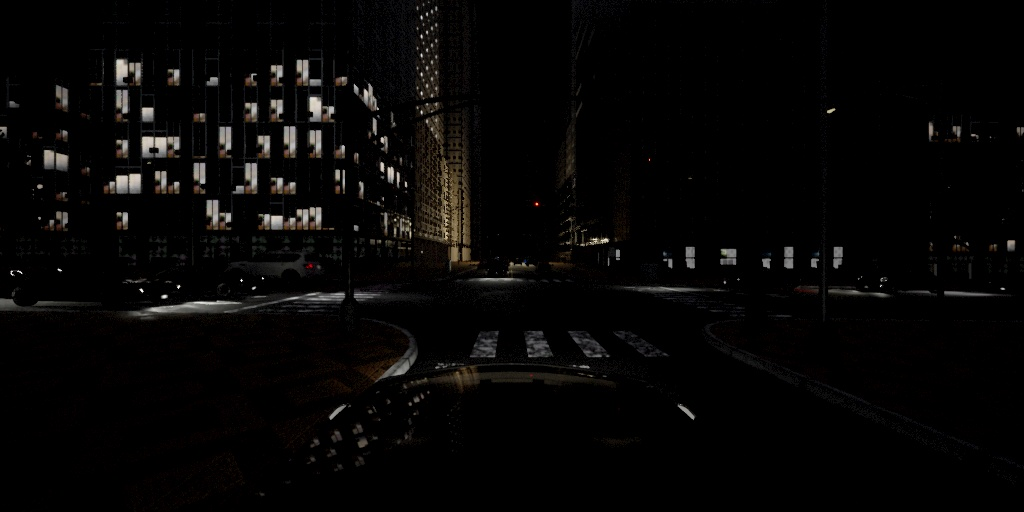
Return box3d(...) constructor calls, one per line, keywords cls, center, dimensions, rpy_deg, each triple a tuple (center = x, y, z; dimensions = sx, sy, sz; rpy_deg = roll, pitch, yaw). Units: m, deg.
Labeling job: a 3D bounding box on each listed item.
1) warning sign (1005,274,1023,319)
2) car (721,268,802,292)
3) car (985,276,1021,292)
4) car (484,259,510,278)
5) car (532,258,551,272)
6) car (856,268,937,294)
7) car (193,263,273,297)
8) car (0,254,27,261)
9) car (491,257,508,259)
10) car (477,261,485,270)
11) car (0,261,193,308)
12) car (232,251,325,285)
box3d(cls="warning sign", center=(17.281, 1.204, 11.741), dimensions=(1.060, 1.860, 1.300), rpy_deg=(0, 0, -3))
box3d(cls="car", center=(16.900, 1.568, 24.437), dimensions=(4.902, 1.511, 2.128), rpy_deg=(1, 0, -3))
box3d(cls="car", center=(36.761, 2.033, 25.336), dimensions=(4.718, 1.301, 1.895), rpy_deg=(1, 0, -2))
box3d(cls="car", center=(-1.420, 1.270, 34.498), dimensions=(1.837, 1.490, 4.892), rpy_deg=(0, 0, -2))
box3d(cls="car", center=(3.955, 1.326, 45.552), dimensions=(1.948, 1.339, 4.313), rpy_deg=(0, 0, 0))
box3d(cls="car", center=(26.746, 1.605, 24.885), dimensions=(4.553, 1.767, 2.097), rpy_deg=(1, 0, -3))
box3d(cls="car", center=(-14.011, 1.117, 16.315), dimensions=(4.718, 1.301, 1.895), rpy_deg=(1, 0, -3))
box3d(cls="car", center=(-22.916, 0.705, 15.911), dimensions=(4.553, 1.767, 2.097), rpy_deg=(1, 0, -3))
box3d(cls="car", center=(-1.521, 1.236, 49.661), dimensions=(1.882, 1.535, 5.008), rpy_deg=(0, 0, 0))
box3d(cls="car", center=(-3.994, 1.339, 51.050), dimensions=(1.802, 1.307, 4.207), rpy_deg=(0, 0, 0))
box3d(cls="car", center=(-15.290, 1.041, 13.035), dimensions=(5.357, 1.411, 2.033), rpy_deg=(1, 0, 0))
box3d(cls="car", center=(-14.917, 0.720, 22.743), dimensions=(5.566, 2.045, 2.150), rpy_deg=(1, 0, 0))
